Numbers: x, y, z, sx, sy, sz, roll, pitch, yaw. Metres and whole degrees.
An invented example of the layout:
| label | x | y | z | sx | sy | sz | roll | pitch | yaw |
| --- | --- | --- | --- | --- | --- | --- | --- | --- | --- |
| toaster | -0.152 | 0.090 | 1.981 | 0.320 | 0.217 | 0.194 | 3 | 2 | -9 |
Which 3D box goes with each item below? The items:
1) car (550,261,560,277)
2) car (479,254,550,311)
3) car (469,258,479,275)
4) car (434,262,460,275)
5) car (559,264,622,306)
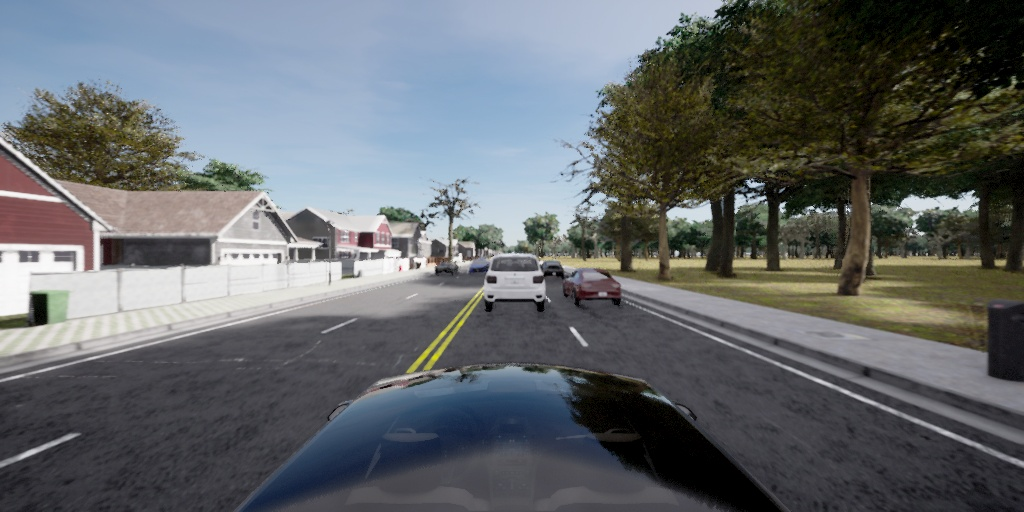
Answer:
| label | x | y | z | sx | sy | sz | roll | pitch | yaw |
| --- | --- | --- | --- | --- | --- | --- | --- | --- | --- |
| car | 3.354 | 1.176 | 30.991 | 1.837 | 1.490 | 4.892 | 0 | 0 | 0 |
| car | 0.099 | 0.937 | 14.481 | 2.150 | 2.045 | 5.566 | 0 | 0 | 0 |
| car | -3.333 | 1.132 | 37.326 | 1.882 | 1.535 | 5.008 | 0 | 0 | 0 |
| car | -6.586 | 1.257 | 36.550 | 1.895 | 1.301 | 4.718 | 0 | 0 | 0 |
| car | 3.349 | 1.238 | 15.517 | 1.812 | 1.442 | 4.674 | 0 | 0 | 0 |
